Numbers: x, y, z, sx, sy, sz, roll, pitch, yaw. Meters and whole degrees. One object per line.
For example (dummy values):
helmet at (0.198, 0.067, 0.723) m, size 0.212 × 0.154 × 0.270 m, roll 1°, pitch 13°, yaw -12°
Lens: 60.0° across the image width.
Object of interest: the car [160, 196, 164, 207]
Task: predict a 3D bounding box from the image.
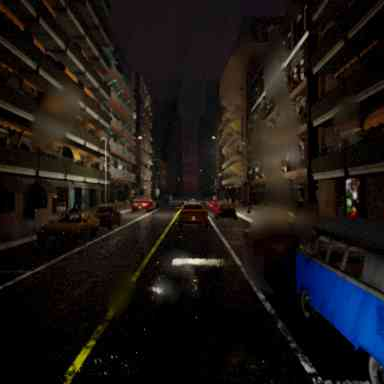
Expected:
car at (-5.697, 1.643, 50.175) m, size 1.947 × 1.339 × 4.313 m, roll 0°, pitch 0°, yaw 0°

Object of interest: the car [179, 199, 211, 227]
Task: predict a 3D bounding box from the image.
car at (0.096, 1.503, 23.101) m, size 1.882 × 1.535 × 5.008 m, roll 0°, pitch 0°, yaw 0°

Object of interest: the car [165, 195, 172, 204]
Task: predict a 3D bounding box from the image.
car at (-5.700, 1.445, 67.244) m, size 2.192 × 1.841 × 5.009 m, roll 0°, pitch 0°, yaw 0°

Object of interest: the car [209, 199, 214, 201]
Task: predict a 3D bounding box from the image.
car at (2.686, 1.634, 38.794) m, size 1.802 × 1.307 × 4.206 m, roll 0°, pitch 0°, yaw 0°

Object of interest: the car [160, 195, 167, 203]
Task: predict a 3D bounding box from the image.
car at (-5.698, 1.675, 55.863) m, size 1.802 × 1.307 × 4.206 m, roll 0°, pitch 0°, yaw 0°

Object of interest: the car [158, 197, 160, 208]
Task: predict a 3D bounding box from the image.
car at (-5.695, 1.589, 44.314) m, size 1.752 × 1.417 × 4.829 m, roll 0°, pitch 0°, yaw 0°

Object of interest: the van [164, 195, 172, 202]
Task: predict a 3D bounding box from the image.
van at (-5.702, 1.510, 78.626) m, size 1.690 × 1.788 × 3.998 m, roll 0°, pitch 0°, yaw 0°

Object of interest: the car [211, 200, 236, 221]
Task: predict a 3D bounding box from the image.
car at (2.688, 1.615, 27.413) m, size 1.802 × 1.307 × 4.206 m, roll 0°, pitch 0°, yaw 0°

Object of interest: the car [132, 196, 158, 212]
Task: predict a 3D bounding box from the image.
car at (-5.693, 1.367, 38.794) m, size 2.192 × 1.841 × 5.009 m, roll 0°, pitch 0°, yaw 0°

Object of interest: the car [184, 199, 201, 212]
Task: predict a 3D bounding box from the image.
car at (0.092, 1.605, 41.674) m, size 2.033 × 1.411 × 5.357 m, roll 0°, pitch 0°, yaw 0°

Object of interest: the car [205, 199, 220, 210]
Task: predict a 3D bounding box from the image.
car at (2.685, 1.646, 44.484) m, size 1.802 × 1.307 × 4.206 m, roll 0°, pitch 0°, yaw 0°

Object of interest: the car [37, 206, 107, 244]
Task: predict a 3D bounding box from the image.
car at (-5.689, 1.541, 15.863) m, size 1.752 × 1.417 × 4.829 m, roll 0°, pitch 0°, yaw 0°

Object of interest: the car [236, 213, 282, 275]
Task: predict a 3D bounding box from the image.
car at (2.692, 1.553, 10.342) m, size 1.887 × 1.381 × 4.507 m, roll 0°, pitch 0°, yaw 0°

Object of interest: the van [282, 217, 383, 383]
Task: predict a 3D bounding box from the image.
van at (2.694, 1.344, 4.651) m, size 1.690 × 1.788 × 3.998 m, roll 0°, pitch 0°, yaw 0°

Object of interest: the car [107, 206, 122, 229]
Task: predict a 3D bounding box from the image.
car at (-5.691, 1.605, 21.724) m, size 1.802 × 1.307 × 4.206 m, roll 0°, pitch 0°, yaw 0°
